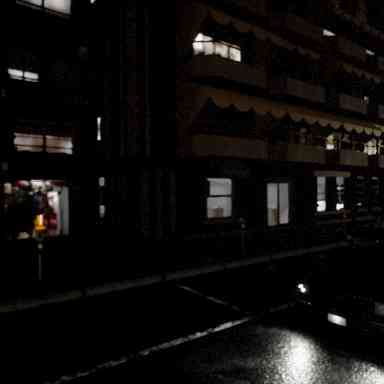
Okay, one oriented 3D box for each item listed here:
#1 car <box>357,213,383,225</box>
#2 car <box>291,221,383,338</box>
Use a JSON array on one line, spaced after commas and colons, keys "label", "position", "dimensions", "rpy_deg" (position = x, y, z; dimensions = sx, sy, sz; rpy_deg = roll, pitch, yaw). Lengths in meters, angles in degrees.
[{"label": "car", "position": [7.189, 1.430, 11.811], "dimensions": [4.403, 1.369, 2.008], "rpy_deg": [-1, 0, -36]}, {"label": "car", "position": [4.294, 1.478, 6.509], "dimensions": [5.357, 1.411, 2.033], "rpy_deg": [-1, 0, -36]}]
